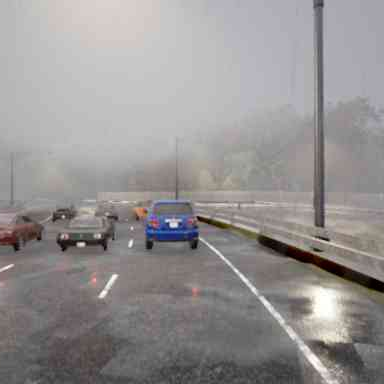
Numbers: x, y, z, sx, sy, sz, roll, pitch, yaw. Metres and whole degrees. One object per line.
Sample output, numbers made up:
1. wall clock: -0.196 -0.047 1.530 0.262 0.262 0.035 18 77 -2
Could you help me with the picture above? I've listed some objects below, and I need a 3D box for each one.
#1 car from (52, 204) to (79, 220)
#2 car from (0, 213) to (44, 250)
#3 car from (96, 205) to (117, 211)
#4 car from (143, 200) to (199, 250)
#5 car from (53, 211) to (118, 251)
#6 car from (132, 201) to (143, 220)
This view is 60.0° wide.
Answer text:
1. car: -11.214 1.791 29.550 1.837 1.490 4.892 0 0 -16
2. car: -8.045 1.668 14.725 1.812 1.442 4.674 0 0 -8
3. car: -7.844 1.855 30.499 1.994 1.385 4.181 0 -1 -16
4. car: -1.050 1.362 15.310 2.150 2.045 5.566 0 0 -8
5. car: -4.533 1.744 14.924 1.895 1.301 4.718 0 -1 -8
6. car: -4.412 1.646 31.240 2.097 1.767 4.553 0 -1 -16
